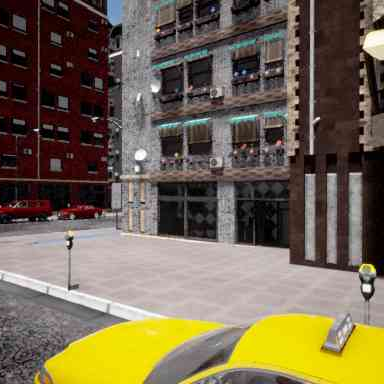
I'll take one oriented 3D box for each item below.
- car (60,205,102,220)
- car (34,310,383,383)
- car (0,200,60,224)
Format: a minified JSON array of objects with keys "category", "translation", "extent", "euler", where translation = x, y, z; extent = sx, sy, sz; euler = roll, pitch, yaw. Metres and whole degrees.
[{"category":"car","translation":[-10.840,1.923,32.274],"extent":[1.887,1.381,4.507],"euler":[-1,-2,35]},{"category":"car","translation":[0.754,1.525,2.338],"extent":[4.829,1.417,1.752],"euler":[0,0,36]},{"category":"car","translation":[-14.136,1.591,27.635],"extent":[2.192,1.841,5.009],"euler":[-1,-2,35]}]
